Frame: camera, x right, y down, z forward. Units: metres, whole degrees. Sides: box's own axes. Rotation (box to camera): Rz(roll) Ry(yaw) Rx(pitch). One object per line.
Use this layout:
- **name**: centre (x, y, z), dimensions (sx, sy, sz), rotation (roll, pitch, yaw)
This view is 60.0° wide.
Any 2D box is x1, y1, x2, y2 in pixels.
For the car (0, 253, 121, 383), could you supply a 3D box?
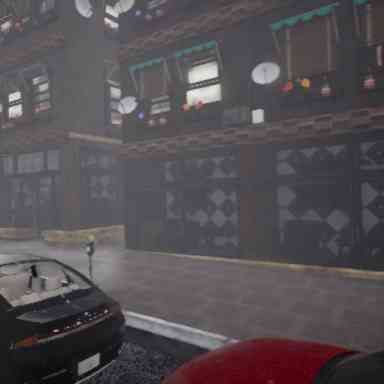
- **car**: centre (-2.893, 1.544, 4.613), dimensions (4.403, 1.369, 2.008), rotation (0, -1, 33)

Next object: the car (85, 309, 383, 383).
- **car**: centre (1.761, 1.515, 1.623), dimensions (4.507, 1.381, 1.887), rotation (0, -1, 33)
